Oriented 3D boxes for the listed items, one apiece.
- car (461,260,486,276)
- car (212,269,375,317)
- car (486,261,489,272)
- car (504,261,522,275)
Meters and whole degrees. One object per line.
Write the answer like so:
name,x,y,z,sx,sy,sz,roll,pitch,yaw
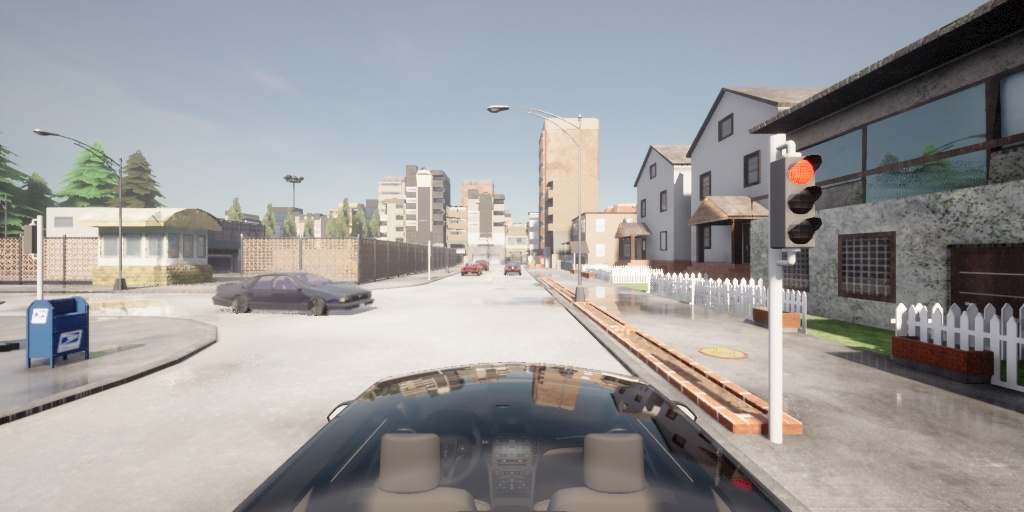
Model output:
car,-4.121,1.351,37.175,1.895,1.301,4.718,0,0,0
car,-7.752,1.298,12.785,5.357,1.411,2.033,0,0,10
car,-4.112,1.227,47.681,1.882,1.535,5.008,0,0,0
car,0.077,1.297,39.968,2.033,1.411,5.357,0,0,0
